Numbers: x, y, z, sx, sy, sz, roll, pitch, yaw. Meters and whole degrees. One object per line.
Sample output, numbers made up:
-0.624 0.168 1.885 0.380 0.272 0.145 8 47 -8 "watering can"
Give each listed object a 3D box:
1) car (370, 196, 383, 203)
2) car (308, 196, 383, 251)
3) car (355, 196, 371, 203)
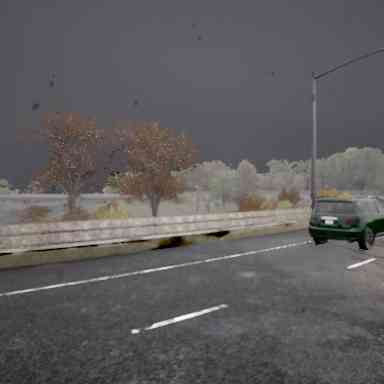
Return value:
42.435 1.642 75.314 2.033 1.411 5.357 0 0 7 "car"
7.271 1.269 14.755 5.566 2.045 2.150 0 0 -43 "car"
38.972 1.654 75.829 1.994 1.385 4.181 0 0 7 "car"
